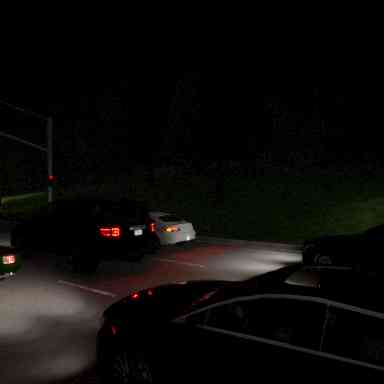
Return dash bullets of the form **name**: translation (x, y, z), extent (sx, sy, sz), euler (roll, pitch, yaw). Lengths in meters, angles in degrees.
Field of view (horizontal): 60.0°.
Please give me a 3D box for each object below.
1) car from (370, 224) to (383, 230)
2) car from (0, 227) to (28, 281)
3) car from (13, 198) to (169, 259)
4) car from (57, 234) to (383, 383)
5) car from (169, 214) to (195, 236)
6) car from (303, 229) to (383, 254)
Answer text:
- **car**: translation (5.328, 1.526, 8.769), extent (4.674, 1.442, 1.812), euler (0, 0, 35)
- **car**: translation (-6.433, 1.601, 8.532), extent (4.718, 1.301, 1.895), euler (0, 0, 36)
- **car**: translation (-3.668, 1.221, 10.853), extent (5.566, 2.045, 2.150), euler (0, 0, 36)
- **car**: translation (1.110, 1.492, 3.199), extent (4.902, 1.511, 2.128), euler (0, 0, 35)
- **car**: translation (-2.022, 1.526, 13.983), extent (4.674, 1.442, 1.812), euler (0, 0, 36)
- **car**: translation (4.704, 1.547, 4.939), extent (5.357, 1.411, 2.033), euler (0, 0, 35)
